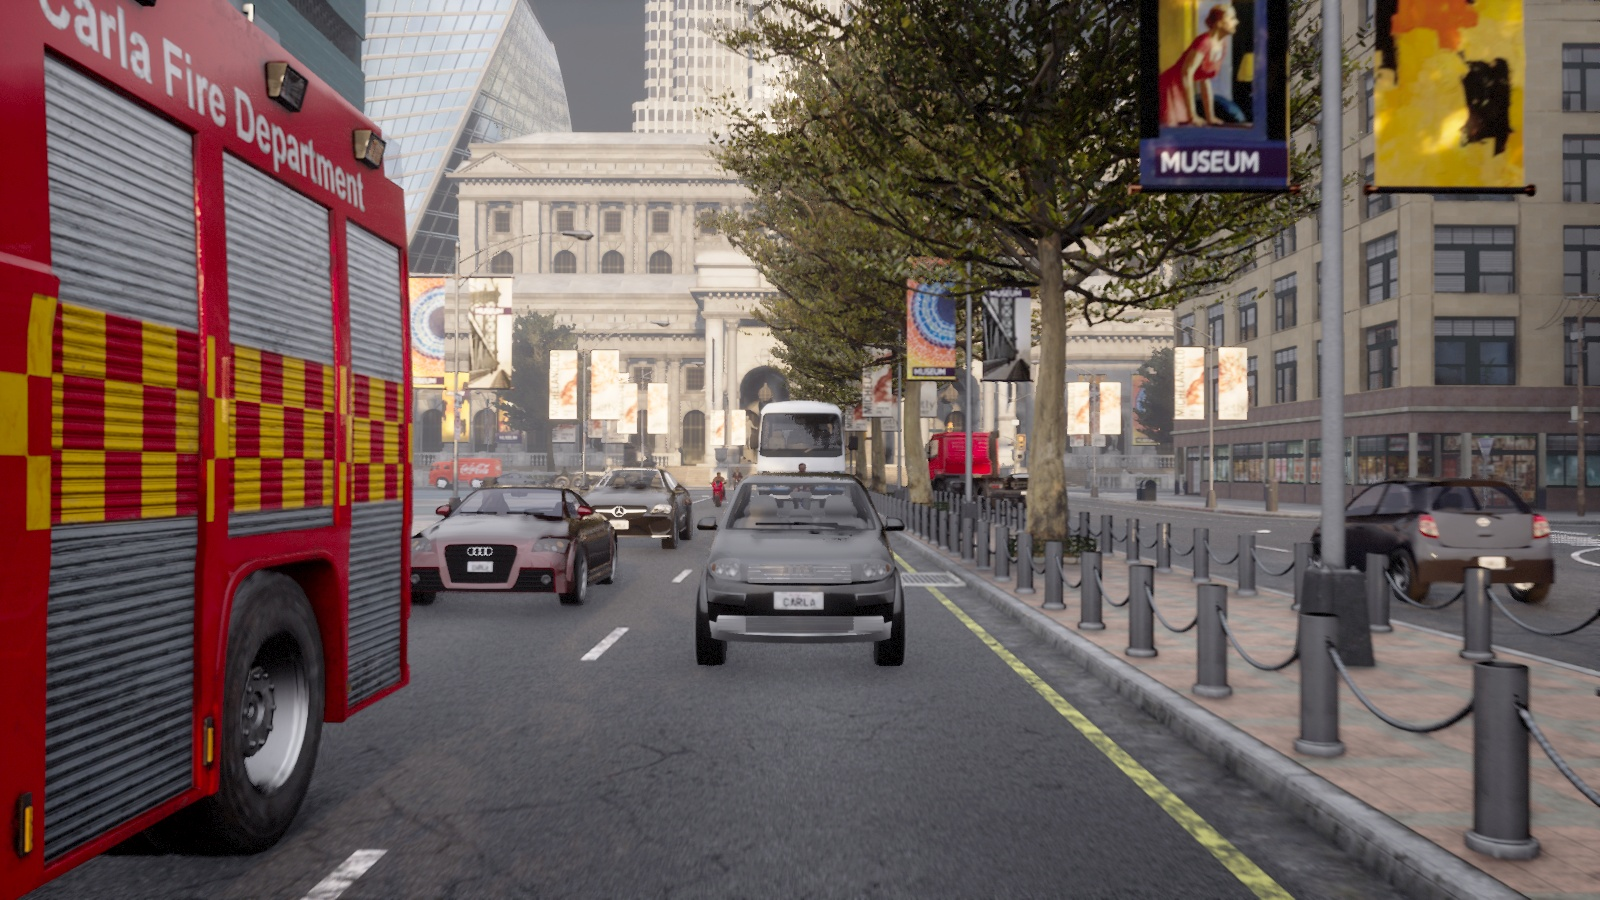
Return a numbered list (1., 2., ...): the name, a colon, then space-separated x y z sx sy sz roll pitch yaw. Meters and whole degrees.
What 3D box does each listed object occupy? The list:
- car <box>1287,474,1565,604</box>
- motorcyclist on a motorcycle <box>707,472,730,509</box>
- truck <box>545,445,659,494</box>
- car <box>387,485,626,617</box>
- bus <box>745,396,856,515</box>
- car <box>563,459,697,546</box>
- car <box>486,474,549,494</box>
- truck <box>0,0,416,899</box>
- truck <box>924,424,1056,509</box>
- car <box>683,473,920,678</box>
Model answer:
1. car: 8.002 1.071 16.459 1.845 1.501 3.633 0 -1 1
2. motorcyclist on a motorcycle: -3.445 1.702 53.336 0.797 1.523 2.044 0 -1 1
3. truck: -14.166 1.397 90.320 7.936 3.462 2.891 0 -1 -5
4. car: -3.482 1.155 15.734 1.994 1.385 4.181 0 -1 0
5. bus: 0.053 0.275 50.052 3.944 4.253 10.273 0 -1 0
6. car: -3.479 1.053 26.668 2.152 1.651 5.027 0 -1 0
7. car: -20.903 2.517 93.061 4.181 1.385 1.994 0 -1 1
8. truck: -3.498 -0.294 2.511 2.891 3.827 8.468 0 -1 0
9. truck: 8.182 0.724 55.342 2.891 3.462 7.936 0 -1 -14
10. car: 0.012 0.983 11.363 1.789 1.549 3.705 0 -1 0
